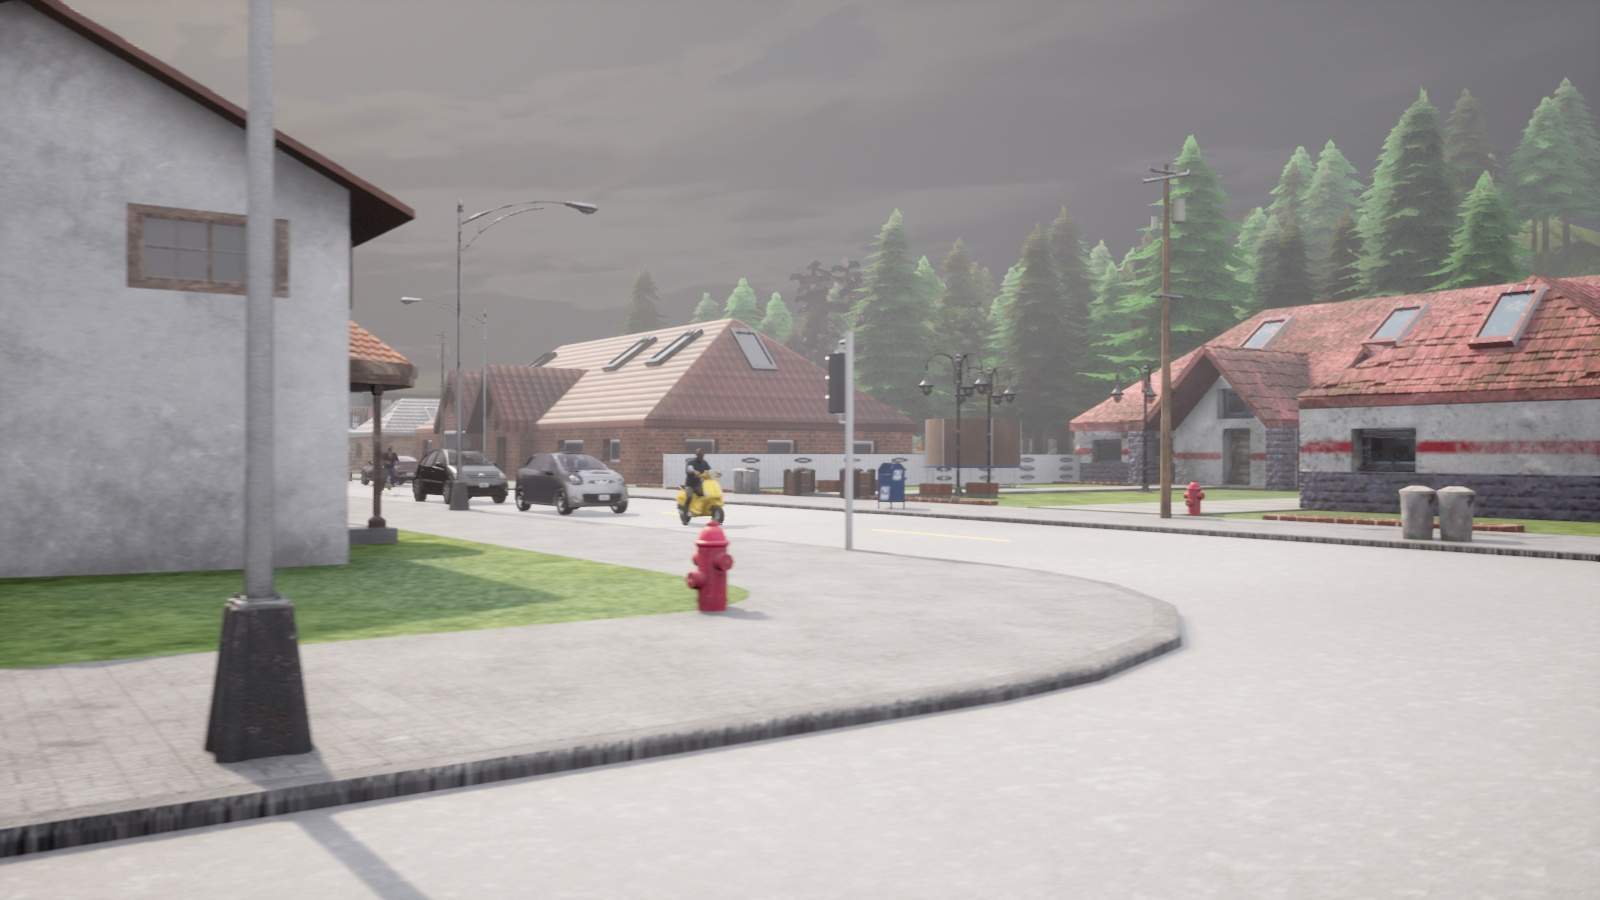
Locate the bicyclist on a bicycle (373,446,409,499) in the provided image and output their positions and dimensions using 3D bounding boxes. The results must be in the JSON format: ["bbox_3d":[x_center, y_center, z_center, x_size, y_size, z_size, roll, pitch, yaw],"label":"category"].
[{"bbox_3d":[-13.976,0.750,42.840,0.659,1.776,1.843,0,0,-35],"label":"bicyclist on a bicycle"}]

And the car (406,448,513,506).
[{"bbox_3d":[-10.191,0.756,37.409,1.851,1.617,3.988,0,0,-35],"label":"car"}]

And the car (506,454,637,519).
[{"bbox_3d":[-5.683,0.846,30.940,1.845,1.501,3.633,0,0,-35],"label":"car"}]

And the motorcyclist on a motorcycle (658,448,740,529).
[{"bbox_3d":[-2.096,0.766,25.781,0.866,1.590,1.817,0,0,-35],"label":"motorcyclist on a motorcycle"}]

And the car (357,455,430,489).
[{"bbox_3d":[-18.068,0.945,55.707,1.812,1.442,4.674,0,0,-35],"label":"car"}]
